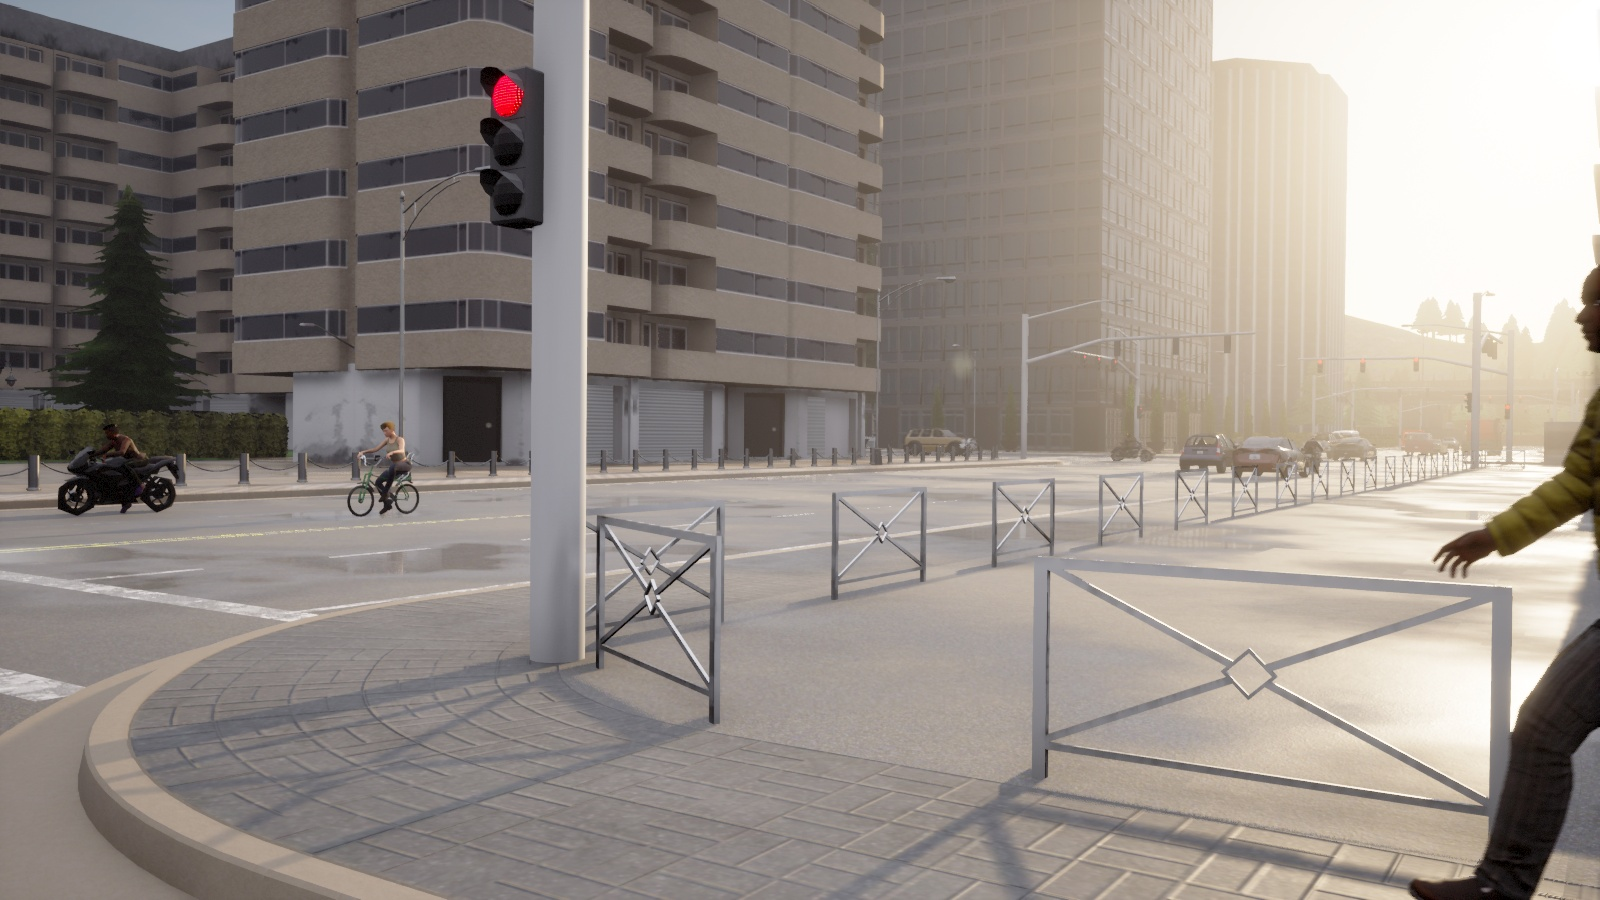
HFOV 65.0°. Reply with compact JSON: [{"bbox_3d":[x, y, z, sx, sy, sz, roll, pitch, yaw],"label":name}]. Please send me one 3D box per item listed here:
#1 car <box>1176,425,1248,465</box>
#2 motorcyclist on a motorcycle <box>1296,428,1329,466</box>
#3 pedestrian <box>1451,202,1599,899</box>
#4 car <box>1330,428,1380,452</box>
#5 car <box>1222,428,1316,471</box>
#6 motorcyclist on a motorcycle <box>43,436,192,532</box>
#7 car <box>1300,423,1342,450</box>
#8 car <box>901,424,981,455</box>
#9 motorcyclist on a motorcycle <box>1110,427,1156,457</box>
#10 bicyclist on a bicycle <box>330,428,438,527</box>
[{"bbox_3d":[17.102,-0.236,52.056,1.851,1.617,3.988,0,1,33],"label":"car"},{"bbox_3d":[21.191,-0.134,51.919,0.866,1.530,2.191,0,1,33],"label":"motorcyclist on a motorcycle"},{"bbox_3d":[2.062,0.328,3.128,0.726,1.835,0.370,0,1,17],"label":"pedestrian"},{"bbox_3d":[35.539,-0.682,80.369,1.837,1.490,4.892,0,1,37],"label":"car"},{"bbox_3d":[17.128,-0.048,45.693,2.163,1.488,4.792,0,1,33],"label":"car"},{"bbox_3d":[-11.443,0.529,21.112,0.797,1.523,2.044,0,1,33],"label":"motorcyclist on a motorcycle"},{"bbox_3d":[36.743,-0.994,88.571,1.932,1.855,4.605,0,1,33],"label":"car"},{"bbox_3d":[8.870,-0.667,79.026,4.605,1.855,1.932,0,1,33],"label":"car"},{"bbox_3d":[18.264,-0.451,68.922,2.350,1.649,0.766,0,1,32],"label":"motorcyclist on a motorcycle"},{"bbox_3d":[-7.076,0.440,21.409,0.866,1.612,1.509,0,1,33],"label":"bicyclist on a bicycle"}]
